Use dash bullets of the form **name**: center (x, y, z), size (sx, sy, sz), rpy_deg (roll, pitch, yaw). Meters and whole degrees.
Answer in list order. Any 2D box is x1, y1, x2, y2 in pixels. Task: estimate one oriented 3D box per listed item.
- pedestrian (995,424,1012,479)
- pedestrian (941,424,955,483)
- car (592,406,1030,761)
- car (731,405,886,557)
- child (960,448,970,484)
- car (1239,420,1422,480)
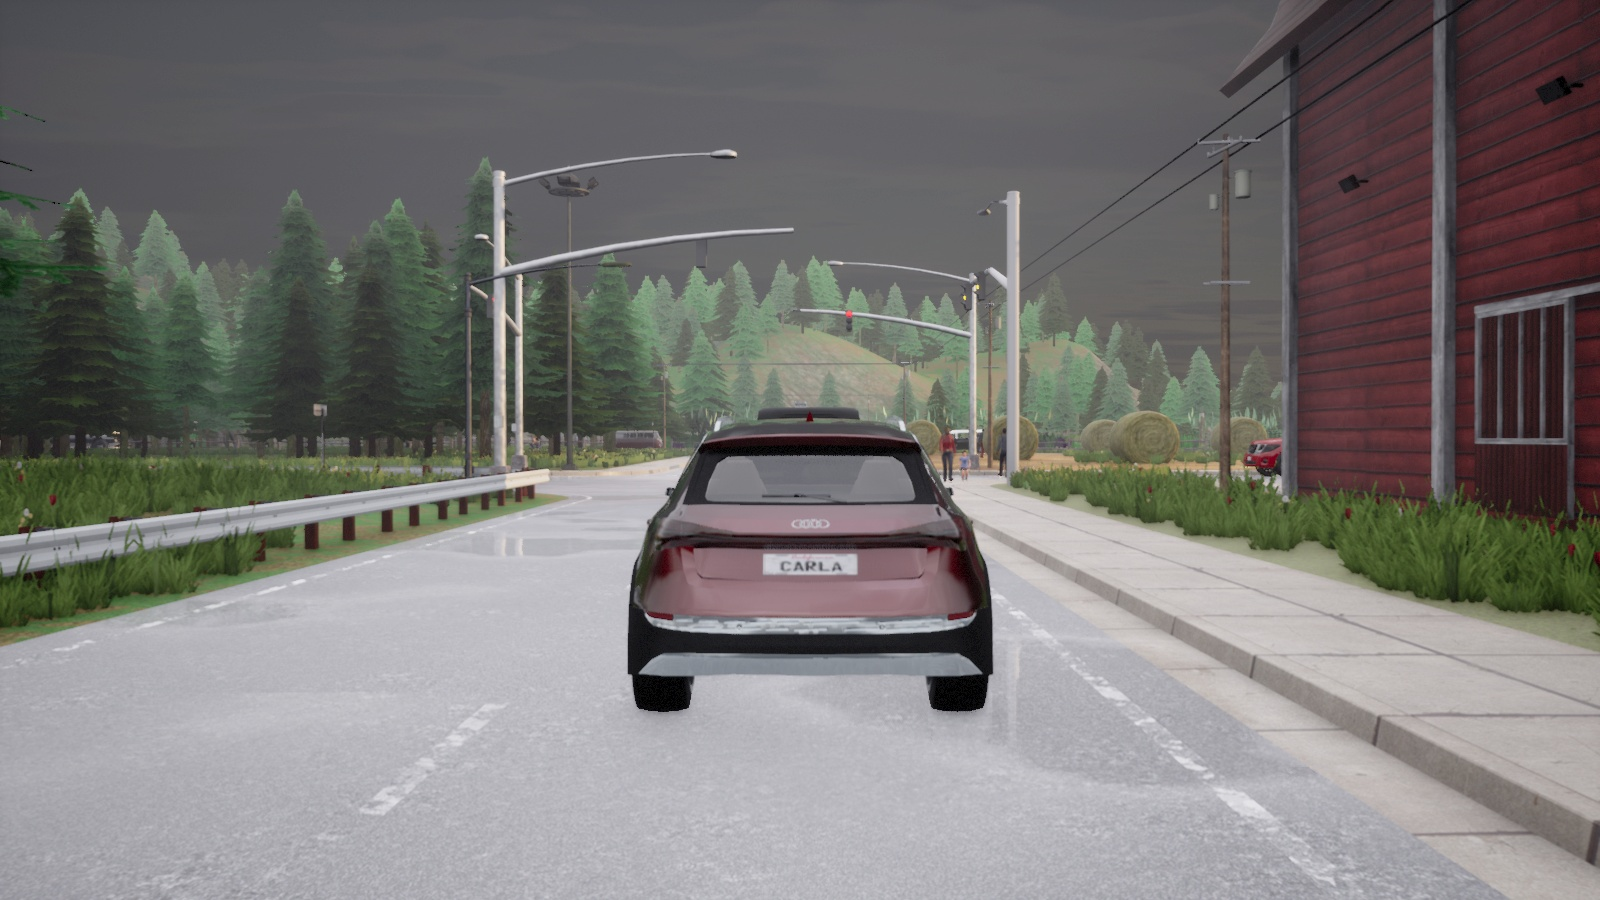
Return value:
- **pedestrian**: center (7.292, 0.060, 44.971), size (0.423, 1.949, 0.788), rpy_deg (0, 1, -4)
- **pedestrian**: center (4.650, 0.116, 39.399), size (0.331, 1.846, 0.636), rpy_deg (0, 1, -3)
- **car**: center (0.062, 0.590, 8.263), size (2.033, 1.649, 4.856), rpy_deg (0, 1, 0)
- **car**: center (0.113, 0.361, 17.425), size (1.905, 1.878, 3.866), rpy_deg (0, 1, 0)
- **child**: center (5.119, 0.501, 38.991), size (0.255, 1.110, 0.394), rpy_deg (0, 1, 3)
- **car**: center (18.690, -0.012, 44.426), size (5.566, 2.045, 2.150), rpy_deg (0, 0, -1)
